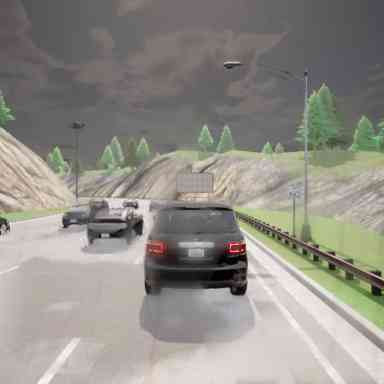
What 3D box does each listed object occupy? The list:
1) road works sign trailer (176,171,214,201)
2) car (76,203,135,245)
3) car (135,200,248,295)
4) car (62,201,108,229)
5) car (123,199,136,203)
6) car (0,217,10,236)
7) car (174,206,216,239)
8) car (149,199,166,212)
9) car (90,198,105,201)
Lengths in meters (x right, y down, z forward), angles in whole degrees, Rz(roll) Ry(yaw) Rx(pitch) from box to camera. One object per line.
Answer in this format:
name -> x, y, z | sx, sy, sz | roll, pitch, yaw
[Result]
road works sign trailer -> 0.189, 0.464, 21.555 | 2.380, 3.560, 2.880 | 0, 0, 0
car -> -3.417, 1.491, 15.519 | 2.128, 1.511, 4.902 | 0, 0, 0
car -> 0.088, 1.221, 8.833 | 2.150, 2.045, 5.566 | 0, 0, 0
car -> -6.926, 1.526, 21.705 | 1.812, 1.442, 4.674 | 0, 0, 0
car -> -8.096, 1.600, 44.115 | 1.895, 1.301, 4.718 | 0, 0, -8
car -> -10.418, 1.506, 15.406 | 1.837, 1.490, 4.892 | 0, 0, 0
car -> 0.118, 1.559, 18.059 | 1.994, 1.385, 4.181 | 0, 0, 0
car -> -4.203, 1.600, 40.737 | 1.895, 1.301, 4.718 | 0, 0, -5
car -> -11.124, 1.491, 39.343 | 2.128, 1.511, 4.902 | 0, 0, -5
